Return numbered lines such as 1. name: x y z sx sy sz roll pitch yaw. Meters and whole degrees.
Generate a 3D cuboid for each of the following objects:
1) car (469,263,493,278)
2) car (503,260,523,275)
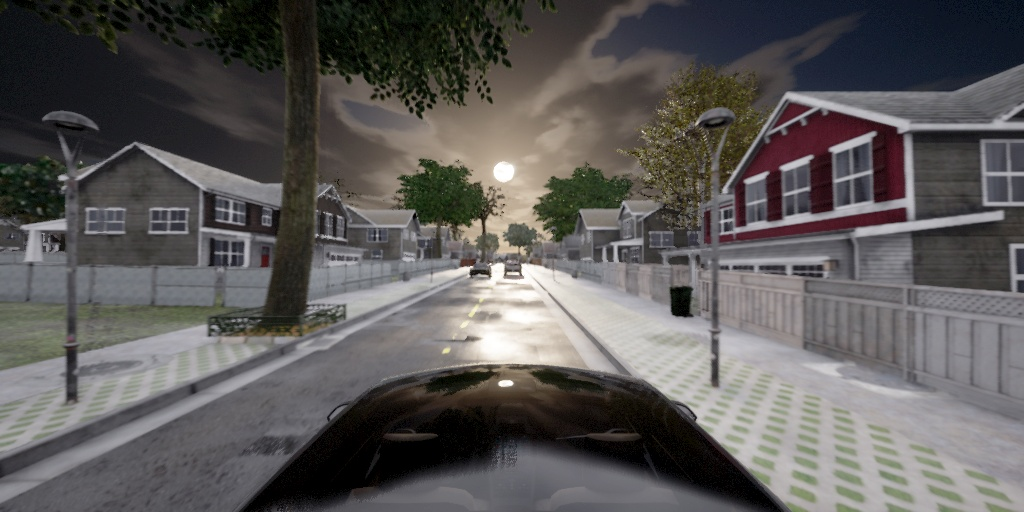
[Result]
1. car: -2.836 1.324 33.372 1.895 1.301 4.718 0 0 0
2. car: 0.111 1.221 38.042 2.128 1.511 4.902 0 0 0
